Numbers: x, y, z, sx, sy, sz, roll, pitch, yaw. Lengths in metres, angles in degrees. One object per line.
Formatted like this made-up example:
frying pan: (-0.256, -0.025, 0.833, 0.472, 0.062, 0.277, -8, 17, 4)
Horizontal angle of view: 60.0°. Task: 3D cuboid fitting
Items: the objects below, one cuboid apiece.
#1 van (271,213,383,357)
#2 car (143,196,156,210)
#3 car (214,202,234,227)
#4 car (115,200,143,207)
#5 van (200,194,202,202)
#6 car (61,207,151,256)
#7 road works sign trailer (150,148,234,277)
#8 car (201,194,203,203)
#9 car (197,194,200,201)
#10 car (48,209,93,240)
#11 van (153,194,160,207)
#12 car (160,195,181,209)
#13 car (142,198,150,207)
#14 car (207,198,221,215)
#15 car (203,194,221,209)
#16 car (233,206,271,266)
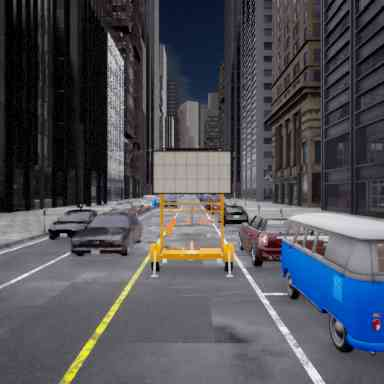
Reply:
van: (2.765, 1.341, 5.871, 1.690, 1.788, 3.998, 0, 0, 0)
car: (-5.752, 1.540, 39.345, 1.752, 1.417, 4.829, 0, 0, 0)
car: (2.769, 1.570, 22.697, 1.947, 1.339, 4.313, 0, 0, 0)
car: (-5.754, 1.558, 28.296, 2.008, 1.369, 4.403, 0, 0, 0)
van: (2.780, 1.374, 61.962, 1.690, 1.788, 3.998, 0, 0, 0)
car: (-3.096, 1.549, 13.322, 2.033, 1.411, 5.357, 0, 0, 0)
road works sign trailer: (0.003, 0.465, 10.205, 2.380, 3.560, 2.880, 0, 0, 0)
car: (2.775, 1.334, 45.134, 2.192, 1.841, 5.009, 0, 0, 0)
car: (2.783, 1.357, 73.180, 2.192, 1.841, 5.009, 0, 0, 0)
car: (-5.757, 1.568, 17.077, 1.947, 1.339, 4.313, 0, 0, 0)
van: (-5.750, 1.360, 45.124, 1.690, 1.788, 3.998, 0, 0, 0)
car: (-2.988, 1.567, 45.838, 2.033, 1.411, 5.357, 0, 0, 0)
car: (-5.753, 1.593, 33.905, 1.802, 1.307, 4.206, 0, 0, 0)
car: (2.772, 1.593, 33.916, 1.802, 1.307, 4.206, 0, 0, 0)
car: (2.774, 1.330, 39.525, 2.192, 1.841, 5.009, 0, 0, 0)
car: (2.767, 1.441, 11.480, 1.967, 1.590, 4.097, 0, 0, 0)
